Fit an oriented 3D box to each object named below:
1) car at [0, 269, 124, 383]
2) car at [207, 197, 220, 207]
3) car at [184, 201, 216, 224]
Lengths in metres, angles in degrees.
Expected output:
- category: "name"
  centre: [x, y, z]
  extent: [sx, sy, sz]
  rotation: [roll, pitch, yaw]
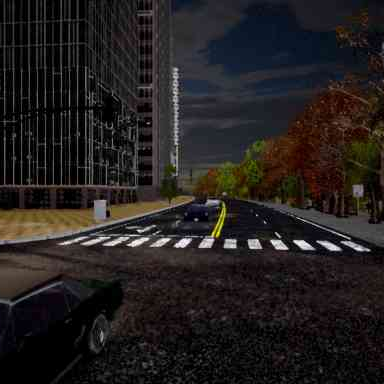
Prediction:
- category: "car"
  centre: [-2.348, 1.621, 3.344]
  extent: [1.895, 1.301, 4.718]
  rotation: [-1, 0, 8]
- category: "car"
  centre: [3.350, 1.530, 51.796]
  extent: [1.812, 1.442, 4.674]
  rotation: [0, 0, 5]
- category: "car"
  centre: [0.543, 1.607, 25.229]
  extent: [1.895, 1.301, 4.718]
  rotation: [0, 0, 7]
